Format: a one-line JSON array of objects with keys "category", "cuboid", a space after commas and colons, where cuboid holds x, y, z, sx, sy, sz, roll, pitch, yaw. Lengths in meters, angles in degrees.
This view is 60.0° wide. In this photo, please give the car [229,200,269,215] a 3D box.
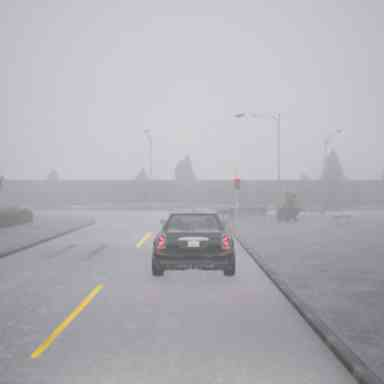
[{"category": "car", "cuboid": [4.248, 1.291, 28.089, 4.718, 1.301, 1.895, 0, 1, -31]}]

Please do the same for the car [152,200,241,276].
[{"category": "car", "cuboid": [0.056, 1.240, 10.105, 2.097, 1.767, 4.553, 0, 1, 1]}]
